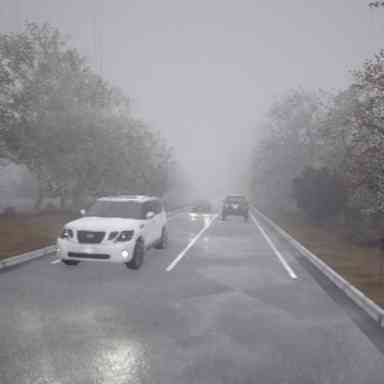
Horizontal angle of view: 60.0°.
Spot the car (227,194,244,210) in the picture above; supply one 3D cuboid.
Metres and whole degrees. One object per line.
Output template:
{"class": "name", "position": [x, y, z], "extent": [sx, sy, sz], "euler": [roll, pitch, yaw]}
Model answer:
{"class": "car", "position": [6.331, 1.391, 48.355], "extent": [2.150, 2.045, 5.566], "euler": [2, 0, 8]}

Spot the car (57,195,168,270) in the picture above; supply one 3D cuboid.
{"class": "car", "position": [-2.287, 1.149, 11.236], "extent": [2.150, 2.045, 5.566], "euler": [2, 0, 8]}

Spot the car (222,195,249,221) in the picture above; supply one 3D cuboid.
{"class": "car", "position": [3.823, 1.324, 29.224], "extent": [2.150, 2.045, 5.566], "euler": [2, 0, 8]}

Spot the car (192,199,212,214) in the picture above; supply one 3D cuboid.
{"class": "car", "position": [1.169, 1.528, 36.960], "extent": [1.837, 1.490, 4.892], "euler": [2, -1, 8]}
